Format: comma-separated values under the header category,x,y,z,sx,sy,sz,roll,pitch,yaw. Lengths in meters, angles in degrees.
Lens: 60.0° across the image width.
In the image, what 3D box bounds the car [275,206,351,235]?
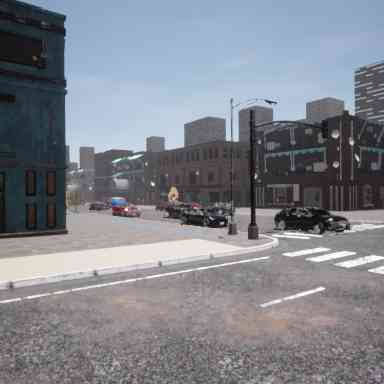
category,x,y,z,sx,sy,sz,roll,pitch,yaw
car,6.981,1.619,19.753,1.837,1.490,4.892,0,-2,-26

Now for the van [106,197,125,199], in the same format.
category,x,y,z,sx,sy,sz,roll,pitch,yaw
van,-13.221,1.907,58.941,1.690,1.788,3.998,-1,0,-36

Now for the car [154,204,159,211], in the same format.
category,x,y,z,sx,sy,sz,roll,pitch,yaw
car,-3.562,1.966,45.429,1.802,1.307,4.206,-2,0,-36

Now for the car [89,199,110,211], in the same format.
category,x,y,z,sx,sy,sz,roll,pitch,yaw
car,-13.868,2.113,49.999,1.994,1.385,4.181,-1,0,-35

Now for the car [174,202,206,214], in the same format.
category,x,y,z,sx,sy,sz,roll,pitch,yaw
car,-0.345,1.903,40.926,1.802,1.307,4.206,-2,0,-36

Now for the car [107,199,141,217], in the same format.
category,x,y,z,sx,sy,sz,roll,pitch,yaw
car,-7.166,1.846,36.052,1.967,1.590,4.097,-1,0,-36

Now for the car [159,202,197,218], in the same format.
category,x,y,z,sx,sy,sz,roll,pitch,yaw
car,-0.899,1.804,31.754,1.837,1.490,4.892,-1,-1,-36

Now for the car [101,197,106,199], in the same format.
category,x,y,z,sx,sy,sz,roll,pitch,yaw
car,-16.439,1.940,63.444,2.192,1.841,5.009,-1,0,-36

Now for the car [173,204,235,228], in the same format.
category,x,y,z,sx,sy,sz,roll,pitch,yaw
car,0.804,1.814,24.690,1.947,1.339,4.313,-2,0,-36

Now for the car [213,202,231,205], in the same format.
category,x,y,z,sx,sy,sz,roll,pitch,yaw
car,2.872,1.809,36.421,2.008,1.369,4.403,-2,0,-36

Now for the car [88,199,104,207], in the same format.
category,x,y,z,sx,sy,sz,roll,pitch,yaw
car,-19.651,2.227,67.949,1.887,1.381,4.507,-1,0,-36
